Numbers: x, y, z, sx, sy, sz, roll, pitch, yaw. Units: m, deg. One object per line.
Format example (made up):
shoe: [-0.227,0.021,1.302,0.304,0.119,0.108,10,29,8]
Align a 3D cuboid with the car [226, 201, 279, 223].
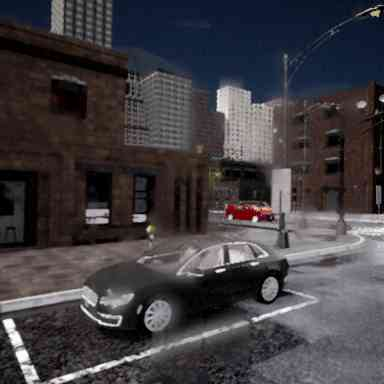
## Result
car: [4.599,1.686,26.563,1.887,1.381,4.507,1,-1,-35]

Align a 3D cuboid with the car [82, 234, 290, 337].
car: [0.096,1.566,6.613,4.403,1.369,2.008,0,1,-35]

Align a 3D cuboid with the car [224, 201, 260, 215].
car: [5.886,1.863,39.791,1.967,1.590,4.097,1,-1,-35]
